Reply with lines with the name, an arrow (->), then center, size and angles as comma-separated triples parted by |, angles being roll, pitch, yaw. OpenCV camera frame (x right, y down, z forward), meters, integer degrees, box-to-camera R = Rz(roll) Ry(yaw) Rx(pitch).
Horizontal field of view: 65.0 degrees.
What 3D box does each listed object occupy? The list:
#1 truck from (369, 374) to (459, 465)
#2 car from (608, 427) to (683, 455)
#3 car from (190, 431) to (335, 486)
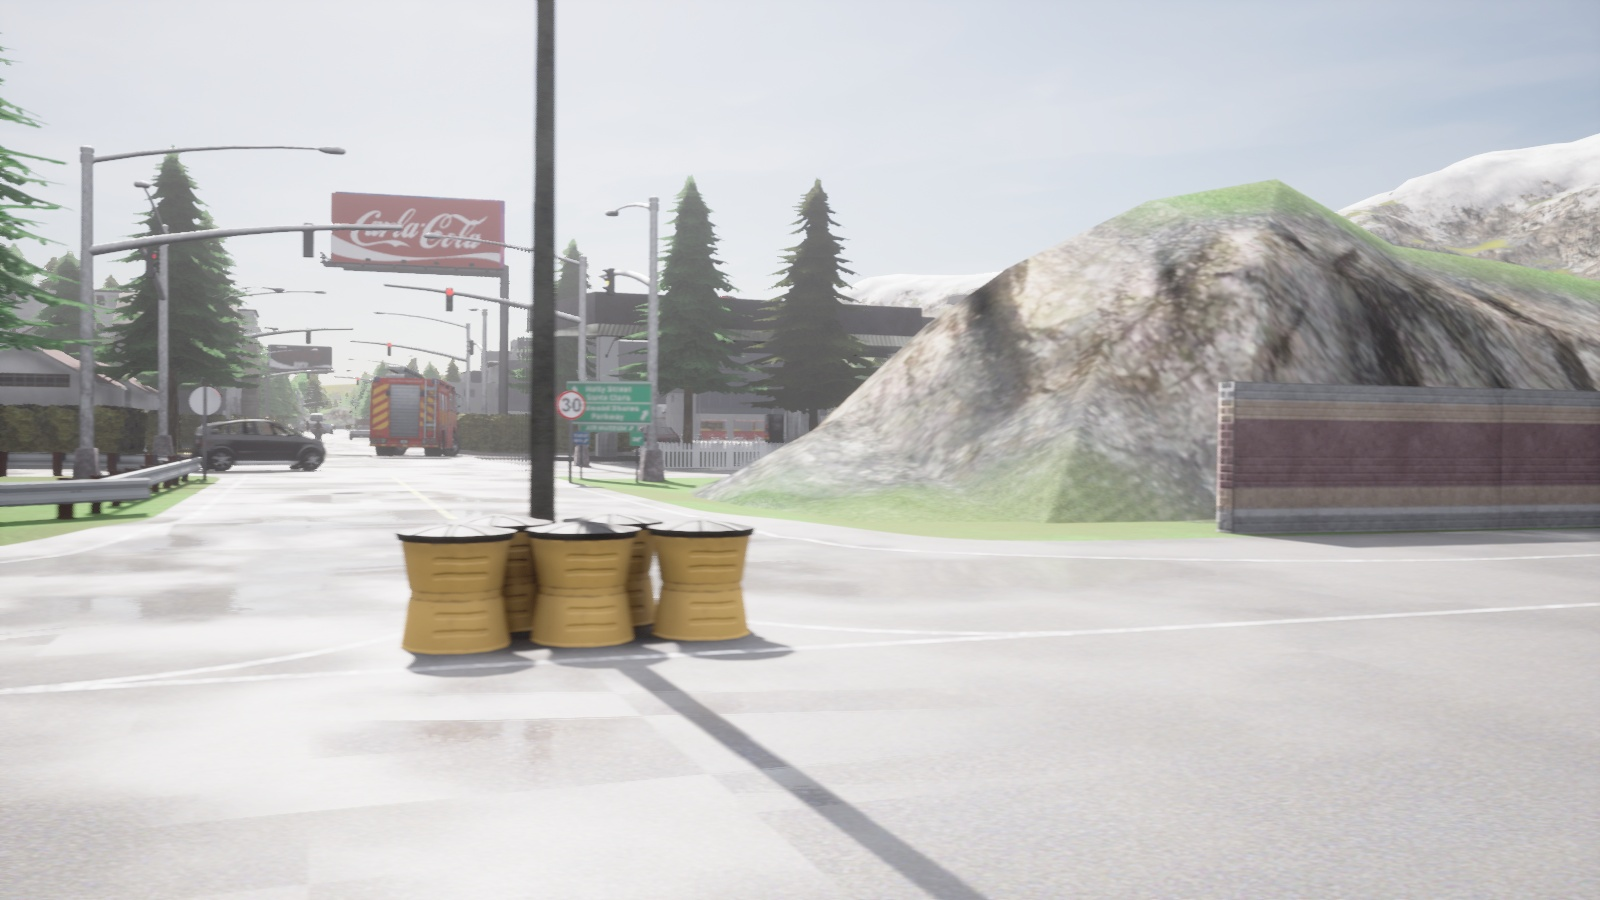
truck -> -17.472, -1.250, 57.366 | 2.891, 3.827, 8.468 | 0, 0, -10
car -> -10.194, -0.585, 82.821 | 4.553, 1.767, 2.097 | -1, 1, -21
car -> -16.176, 0.210, 37.848 | 3.705, 1.549, 1.789 | -1, 1, -37
